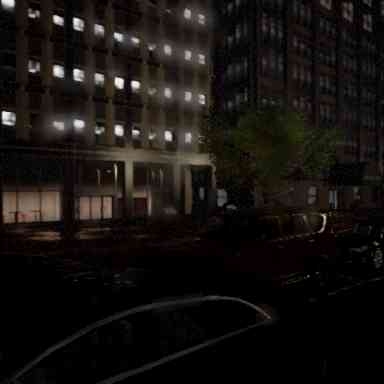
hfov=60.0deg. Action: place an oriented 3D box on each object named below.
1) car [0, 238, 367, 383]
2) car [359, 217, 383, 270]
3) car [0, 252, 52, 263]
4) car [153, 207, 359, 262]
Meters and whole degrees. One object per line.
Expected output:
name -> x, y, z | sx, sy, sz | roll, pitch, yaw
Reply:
car -> -0.897, 1.490, 2.742 | 4.902, 1.511, 2.128 | 0, 0, -36
car -> 5.806, 1.508, 10.717 | 4.403, 1.369, 2.008 | 0, 0, -36
car -> -3.181, 1.567, 4.295 | 4.313, 1.339, 1.947 | 0, 0, -36
car -> 1.310, 1.294, 7.505 | 5.009, 1.841, 2.192 | 0, 0, -36
